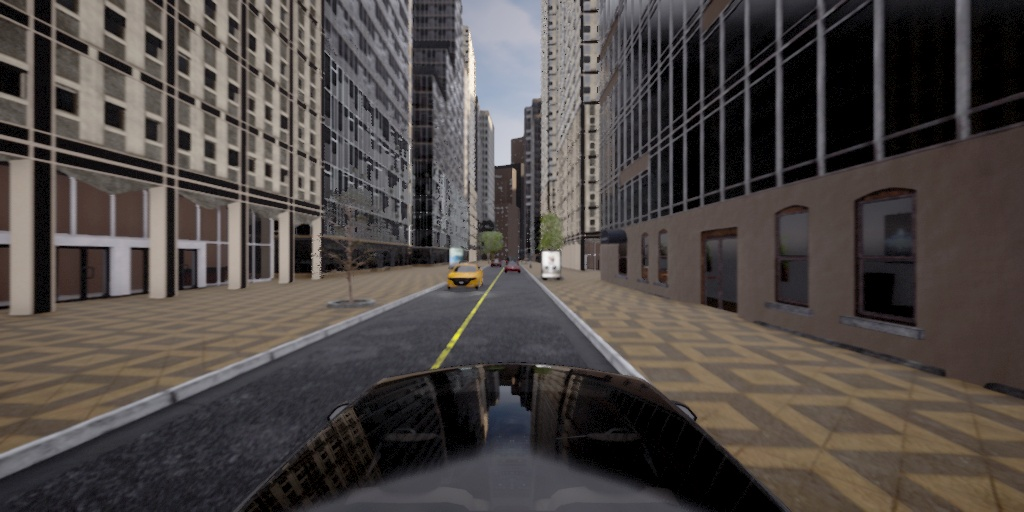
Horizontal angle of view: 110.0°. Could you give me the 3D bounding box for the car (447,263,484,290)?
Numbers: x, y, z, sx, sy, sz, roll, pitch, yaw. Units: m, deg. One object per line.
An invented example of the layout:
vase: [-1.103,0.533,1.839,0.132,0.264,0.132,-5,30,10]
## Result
car: [-2.846,1.225,22.616,1.882,1.535,5.008,0,0,0]

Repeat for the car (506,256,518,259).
car: [0.005,1.023,55.061,2.150,2.045,5.566,0,0,0]

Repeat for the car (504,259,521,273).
car: [0.071,1.346,44.827,1.994,1.385,4.181,0,0,0]

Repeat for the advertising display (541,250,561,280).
advertising display: [3.012,0.778,27.732,1.540,2.440,0.280,0,0,0]

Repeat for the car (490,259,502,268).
car: [-2.771,1.292,63.479,1.882,1.535,5.008,0,0,1]
